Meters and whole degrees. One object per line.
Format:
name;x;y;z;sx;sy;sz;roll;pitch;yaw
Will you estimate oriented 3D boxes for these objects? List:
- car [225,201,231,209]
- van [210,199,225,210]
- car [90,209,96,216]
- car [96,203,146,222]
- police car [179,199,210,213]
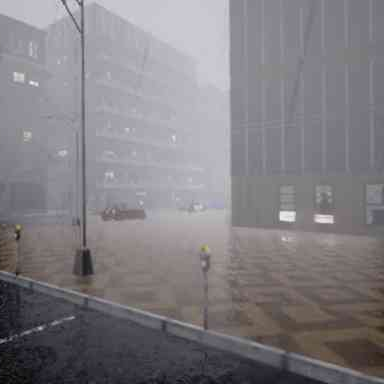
car;6.702;2.347;61.941;1.967;1.590;4.097;-2;-2;35
van;3.456;2.160;57.320;1.690;1.788;3.998;-2;-2;35
car;-9.619;1.989;38.677;1.752;1.417;4.829;-2;-2;35
car;-5.959;1.741;29.423;1.967;1.590;4.097;-2;-2;35
police car;0.033;2.146;47.788;2.038;1.542;4.974;-1;-1;35
